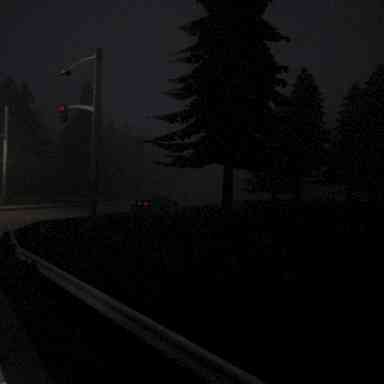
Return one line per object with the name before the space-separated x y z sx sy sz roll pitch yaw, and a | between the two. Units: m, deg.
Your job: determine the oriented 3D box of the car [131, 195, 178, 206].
car | -3.146 0.963 29.394 2.033 1.411 5.357 4 2 28
